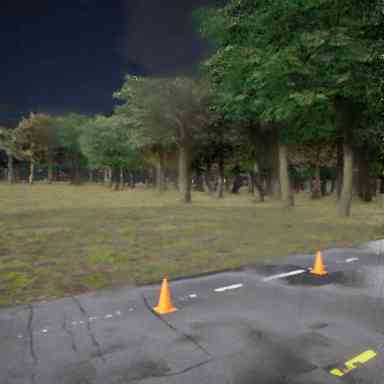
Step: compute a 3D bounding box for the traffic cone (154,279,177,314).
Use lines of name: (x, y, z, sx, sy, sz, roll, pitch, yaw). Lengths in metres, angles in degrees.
traffic cone: (-0.507, 1.948, 6.336, 0.340, 0.580, 0.340, 0, 0, -36)

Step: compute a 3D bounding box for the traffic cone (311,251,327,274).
traffic cone: (3.541, 1.934, 9.252, 0.340, 0.580, 0.340, 0, 0, -36)
